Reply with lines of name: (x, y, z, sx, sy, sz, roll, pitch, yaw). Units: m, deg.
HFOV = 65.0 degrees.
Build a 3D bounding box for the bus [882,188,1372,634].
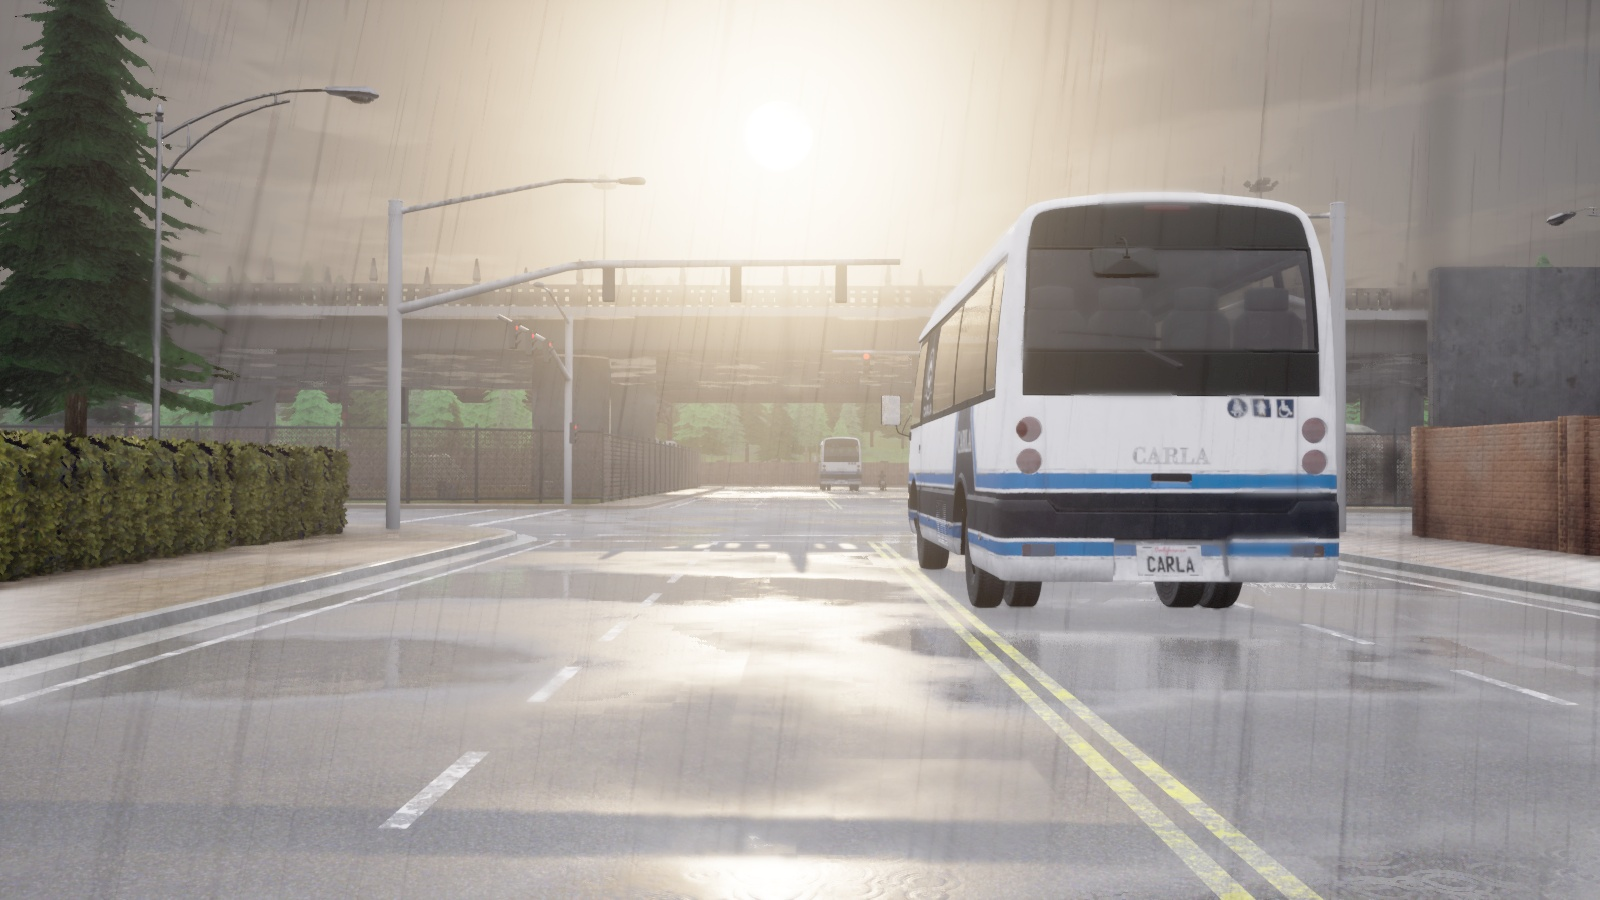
bus: (3.450, -0.289, 17.124, 3.944, 4.253, 10.273, 0, -1, 0)
